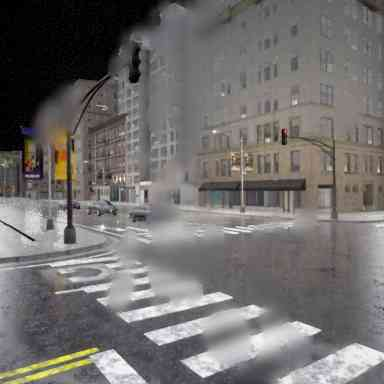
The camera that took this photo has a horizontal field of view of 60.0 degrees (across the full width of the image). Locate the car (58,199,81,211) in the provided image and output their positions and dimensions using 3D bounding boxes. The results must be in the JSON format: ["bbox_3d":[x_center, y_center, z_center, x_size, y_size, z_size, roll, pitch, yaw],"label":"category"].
[{"bbox_3d":[-15.738,1.617,42.560,1.994,1.385,4.181,-1,0,-36],"label":"car"}]

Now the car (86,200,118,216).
[{"bbox_3d":[-9.056,1.549,33.216,1.837,1.490,4.892,-1,0,-36],"label":"car"}]

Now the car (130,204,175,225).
[{"bbox_3d":[-3.004,1.600,24.768,1.994,1.385,4.181,-1,0,-36],"label":"car"}]
